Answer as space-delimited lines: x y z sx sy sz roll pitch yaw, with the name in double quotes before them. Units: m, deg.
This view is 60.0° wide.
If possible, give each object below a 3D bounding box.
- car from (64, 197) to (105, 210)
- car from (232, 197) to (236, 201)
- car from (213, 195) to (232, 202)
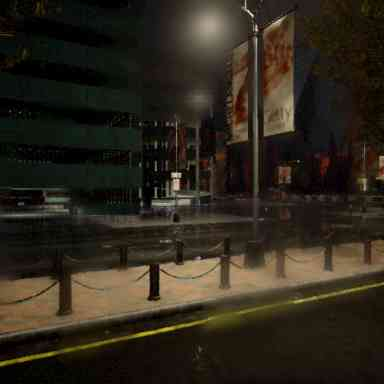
"car" -11.776 1.316 36.988 4.674 1.452 2.002 0 0 -28
"car" 8.109 1.532 81.636 5.357 1.411 2.033 0 0 37
"car" 6.346 1.584 78.588 4.718 1.301 1.895 0 0 37
